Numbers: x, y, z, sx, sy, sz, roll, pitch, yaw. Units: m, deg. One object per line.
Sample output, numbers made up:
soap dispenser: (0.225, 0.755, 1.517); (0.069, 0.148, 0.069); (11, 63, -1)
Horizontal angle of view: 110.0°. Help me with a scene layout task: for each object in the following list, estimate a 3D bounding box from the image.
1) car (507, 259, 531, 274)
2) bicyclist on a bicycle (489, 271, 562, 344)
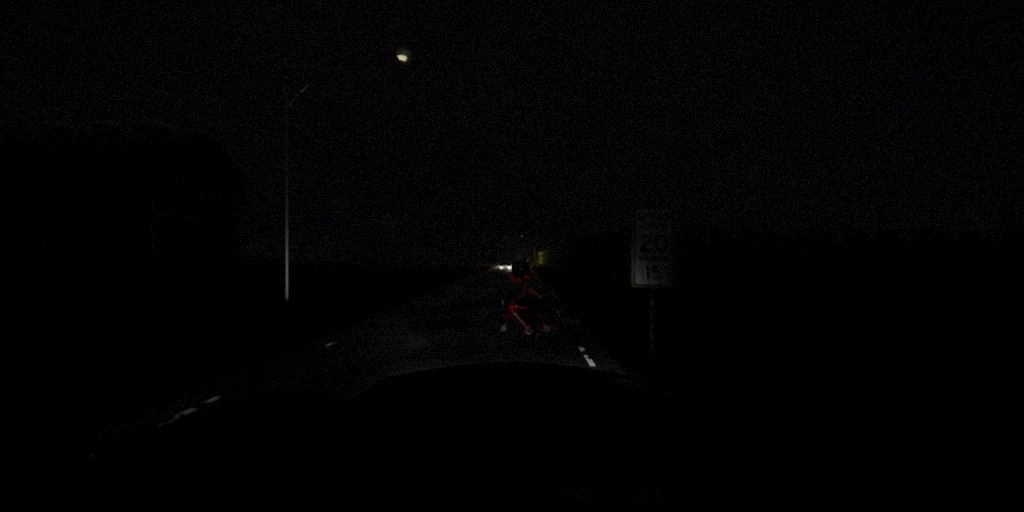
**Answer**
car: (0.910, 1.106, 37.825); (2.128, 1.511, 4.902); (0, 0, 1)
bicyclist on a bicycle: (0.297, 1.165, 7.976); (1.656, 1.620, 0.582); (0, 0, 1)
